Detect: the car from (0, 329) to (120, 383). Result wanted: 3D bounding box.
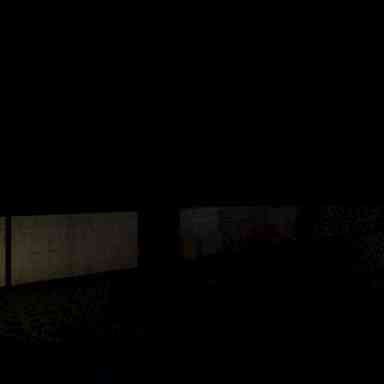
[{"bbox_3d":[-2.497,1.527,1.317,4.674,1.442,1.812,0,0,-36],"label":"car"}]
